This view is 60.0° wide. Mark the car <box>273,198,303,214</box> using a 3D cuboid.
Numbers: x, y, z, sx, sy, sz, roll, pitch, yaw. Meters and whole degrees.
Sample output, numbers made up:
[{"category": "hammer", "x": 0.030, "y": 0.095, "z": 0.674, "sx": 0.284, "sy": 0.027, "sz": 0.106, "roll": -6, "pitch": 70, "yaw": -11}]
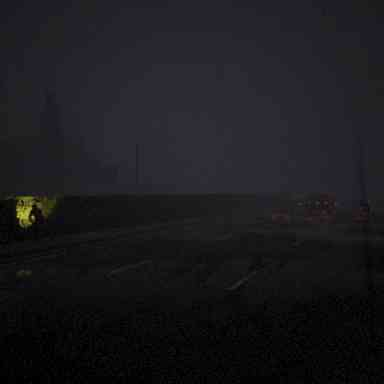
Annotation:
[{"category": "car", "x": 10.235, "y": 1.474, "z": 35.928, "sx": 1.882, "sy": 1.535, "sz": 5.008, "roll": 0, "pitch": 0, "yaw": 28}]

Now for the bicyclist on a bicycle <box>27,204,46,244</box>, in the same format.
[{"category": "bicyclist on a bicycle", "x": -6.487, "y": 1.324, "z": 13.902, "sx": 1.656, "sy": 1.620, "sz": 0.582, "roll": 2, "pitch": 4, "yaw": 42}]

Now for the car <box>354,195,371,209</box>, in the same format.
[{"category": "car", "x": 24.193, "y": 1.346, "z": 47.093, "sx": 2.097, "sy": 1.767, "sz": 4.553, "roll": 0, "pitch": 0, "yaw": 28}]

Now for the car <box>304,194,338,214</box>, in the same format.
[{"category": "car", "x": 13.655, "y": 1.217, "z": 35.042, "sx": 2.150, "sy": 2.045, "sz": 5.566, "roll": 0, "pitch": 0, "yaw": 29}]

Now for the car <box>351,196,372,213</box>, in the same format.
[{"category": "car", "x": 19.286, "y": 1.500, "z": 37.975, "sx": 1.837, "sy": 1.490, "sz": 4.892, "roll": 0, "pitch": 0, "yaw": 28}]

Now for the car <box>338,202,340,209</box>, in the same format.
[{"category": "car", "x": 18.220, "y": 1.596, "z": 43.528, "sx": 1.895, "sy": 1.301, "sz": 4.718, "roll": 0, "pitch": 0, "yaw": 29}]
